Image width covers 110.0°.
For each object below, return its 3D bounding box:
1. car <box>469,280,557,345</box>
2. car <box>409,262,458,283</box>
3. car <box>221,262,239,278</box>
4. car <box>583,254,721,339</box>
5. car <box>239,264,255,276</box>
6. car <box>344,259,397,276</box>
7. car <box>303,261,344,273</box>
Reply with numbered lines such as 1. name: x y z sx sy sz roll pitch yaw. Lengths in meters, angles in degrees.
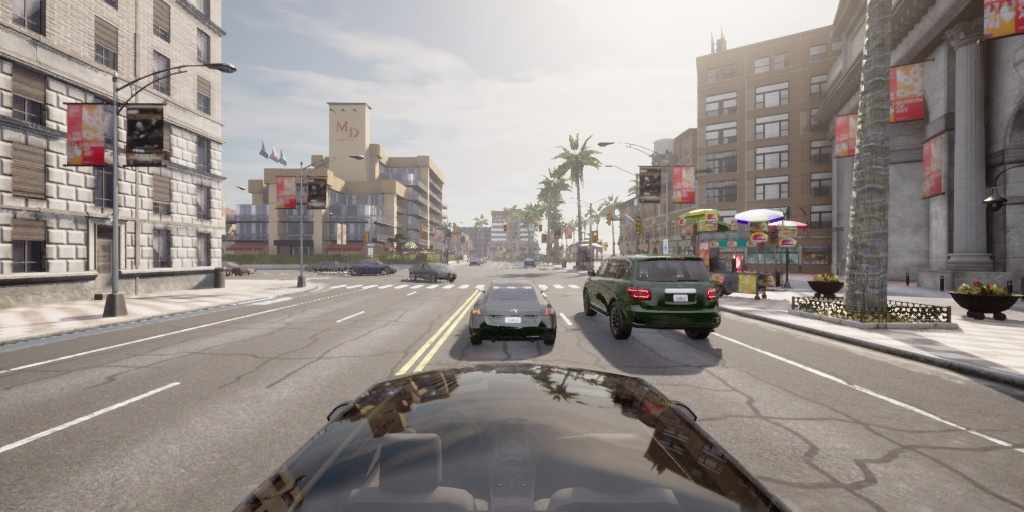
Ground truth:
1. car: 0.025 1.314 9.539 1.994 1.385 4.181 0 0 0
2. car: -6.169 1.256 27.924 4.892 1.490 1.837 0 -2 45
3. car: -28.150 1.227 32.386 5.008 1.535 1.882 0 0 -1
4. car: 3.526 0.971 10.176 2.150 2.045 5.566 0 0 0
5. car: -28.353 1.276 35.883 4.674 1.442 1.812 0 0 -1
6. car: -14.148 1.101 36.633 4.553 1.767 2.097 0 0 -9
7. car: -22.888 1.297 44.222 5.357 1.411 2.033 0 0 -2
